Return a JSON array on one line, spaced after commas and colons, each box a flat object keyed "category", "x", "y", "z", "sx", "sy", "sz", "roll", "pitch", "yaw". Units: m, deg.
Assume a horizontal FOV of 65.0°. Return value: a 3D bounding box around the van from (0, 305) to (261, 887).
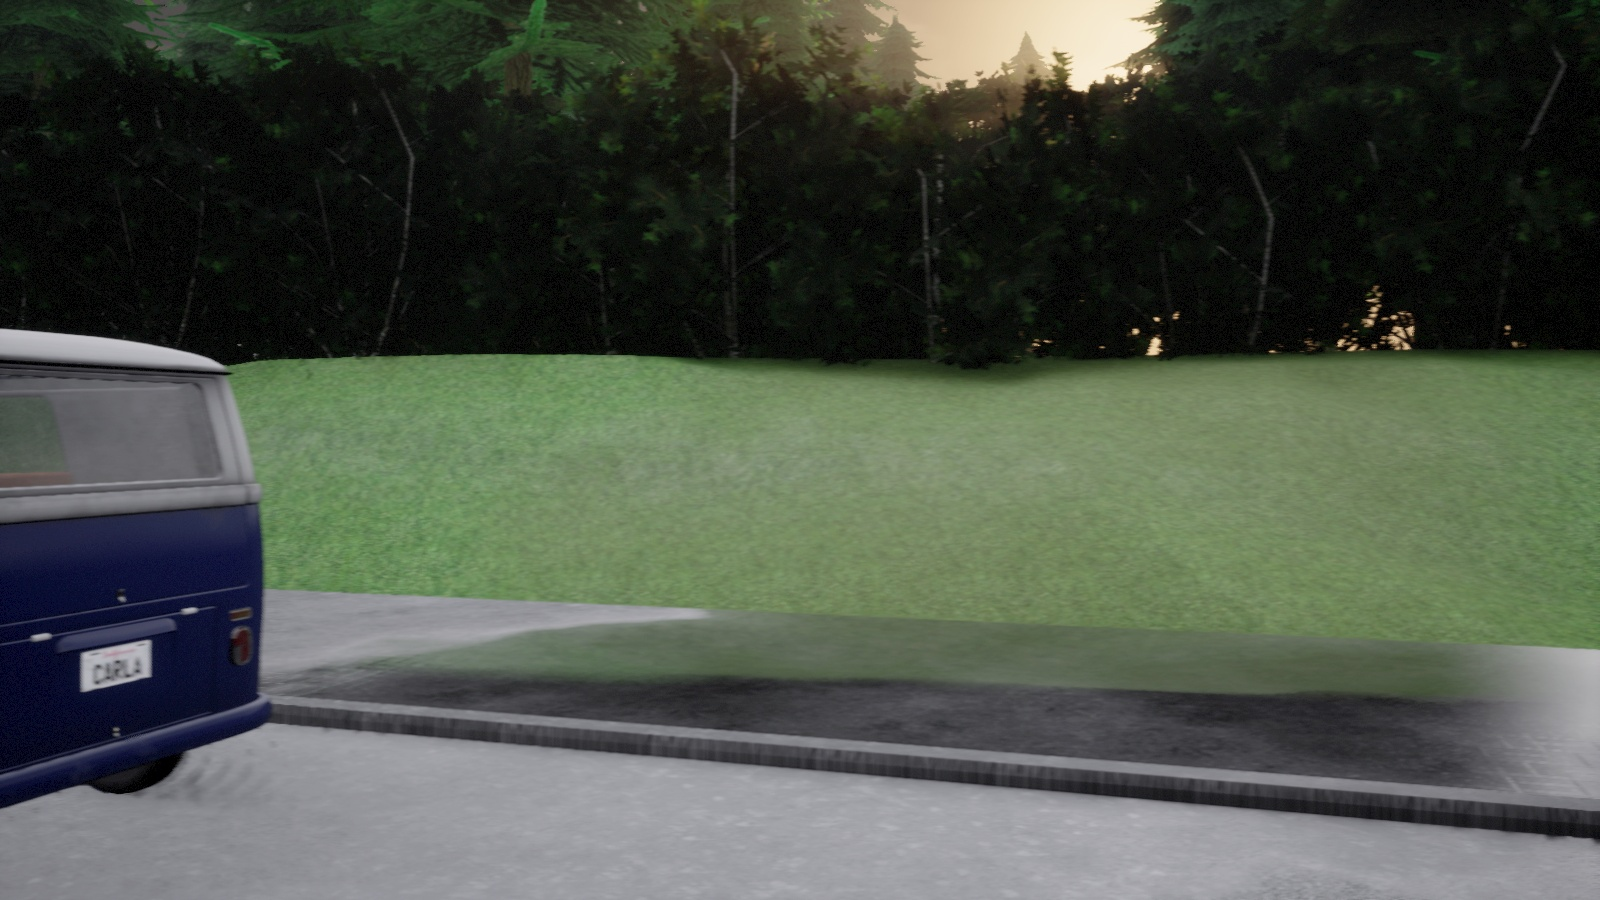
[{"category": "van", "x": -4.725, "y": 0.476, "z": 5.307, "sx": 4.442, "sy": 1.987, "sz": 1.775, "roll": 1, "pitch": 1, "yaw": 19}]
